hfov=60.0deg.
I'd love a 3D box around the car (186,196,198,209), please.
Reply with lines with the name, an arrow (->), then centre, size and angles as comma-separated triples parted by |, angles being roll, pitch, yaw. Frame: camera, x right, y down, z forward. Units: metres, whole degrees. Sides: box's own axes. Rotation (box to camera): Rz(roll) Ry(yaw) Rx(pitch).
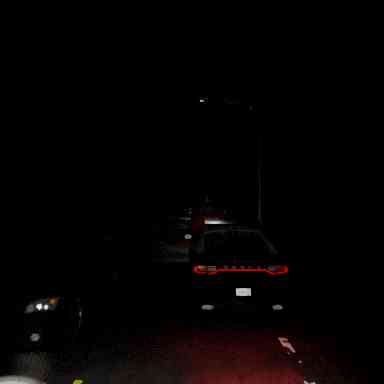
car -> 0.129, 1.444, 45.629 | 1.882, 1.535, 5.008 | 0, 0, 1

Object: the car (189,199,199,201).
car -> 0.883, 1.490, 23.890 | 1.837, 1.490, 4.892 | 0, 0, 0

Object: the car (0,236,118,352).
car -> -2.734, 1.560, 6.270 | 1.994, 1.385, 4.181 | 0, 0, 0

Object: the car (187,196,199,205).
car -> 0.146, 1.451, 58.927 | 2.033, 1.411, 5.357 | 0, 1, 0

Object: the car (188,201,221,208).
car -> 0.869, 1.467, 17.889 | 1.882, 1.535, 5.008 | 0, 0, 0

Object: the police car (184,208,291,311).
police car -> 0.844, 1.420, 7.995 | 1.930, 1.638, 5.238 | 0, 0, 0
